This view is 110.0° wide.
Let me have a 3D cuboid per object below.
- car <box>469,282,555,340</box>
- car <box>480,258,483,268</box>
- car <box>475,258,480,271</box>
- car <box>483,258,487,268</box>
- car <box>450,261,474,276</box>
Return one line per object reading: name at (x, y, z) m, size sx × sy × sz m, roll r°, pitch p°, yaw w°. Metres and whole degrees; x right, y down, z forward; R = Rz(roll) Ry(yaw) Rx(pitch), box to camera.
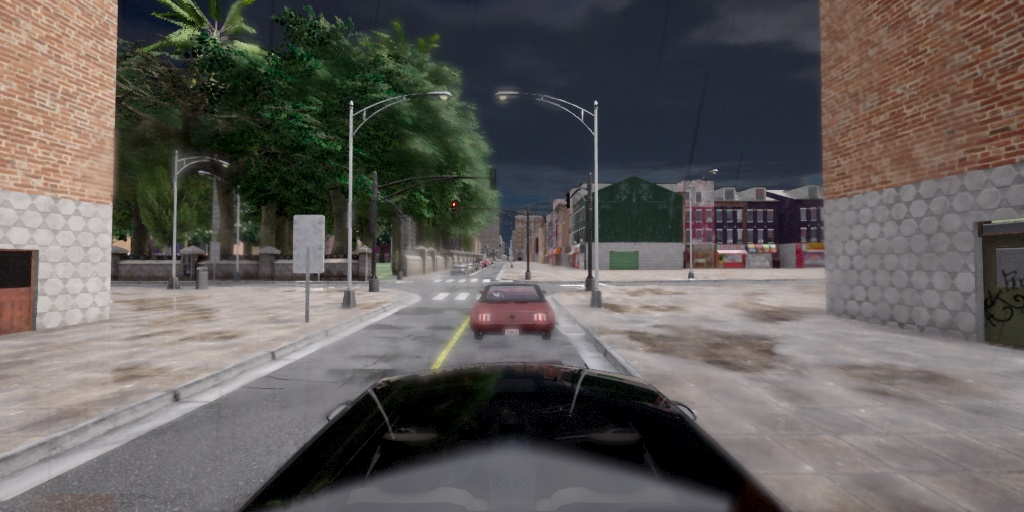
car at (0.025, 1.355, 9.940) m, size 1.895 × 1.301 × 4.718 m, roll 0°, pitch 0°, yaw 0°
car at (-5.627, 1.373, 50.996) m, size 1.948 × 1.339 × 4.313 m, roll 0°, pitch 0°, yaw 0°
car at (-5.580, 1.347, 45.546) m, size 2.007 × 1.370 × 4.403 m, roll 0°, pitch 0°, yaw 0°
car at (-5.720, 1.420, 61.895) m, size 1.802 × 1.307 × 4.207 m, roll 0°, pitch 0°, yaw 0°
car at (-5.546, 1.334, 38.411) m, size 2.007 × 1.370 × 4.403 m, roll 0°, pitch 0°, yaw 0°
